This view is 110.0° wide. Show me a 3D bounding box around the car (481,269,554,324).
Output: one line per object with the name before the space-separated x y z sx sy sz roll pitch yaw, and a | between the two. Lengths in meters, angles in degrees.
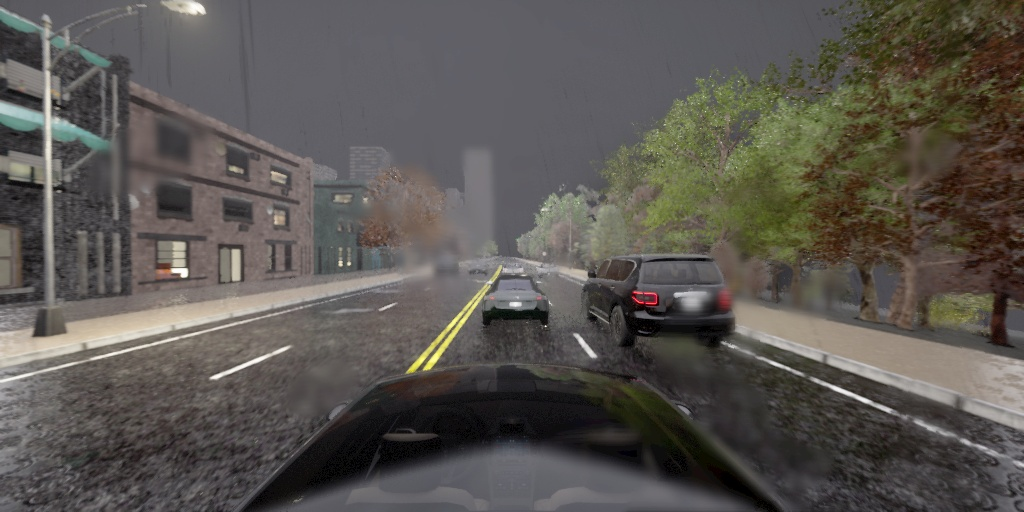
car | 0.098 1.312 11.978 1.994 1.385 4.181 0 0 0

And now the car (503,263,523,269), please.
car | 0.082 1.346 33.354 1.895 1.301 4.718 0 0 0

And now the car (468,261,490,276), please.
car | -3.390 1.250 37.263 1.837 1.490 4.892 0 0 0

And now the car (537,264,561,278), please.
car | 3.332 1.346 33.322 1.895 1.301 4.718 0 0 0

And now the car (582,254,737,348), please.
car | 3.348 0.970 9.355 2.150 2.045 5.566 0 0 0

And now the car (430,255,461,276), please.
car | -6.642 0.965 37.353 2.150 2.045 5.566 0 0 0
